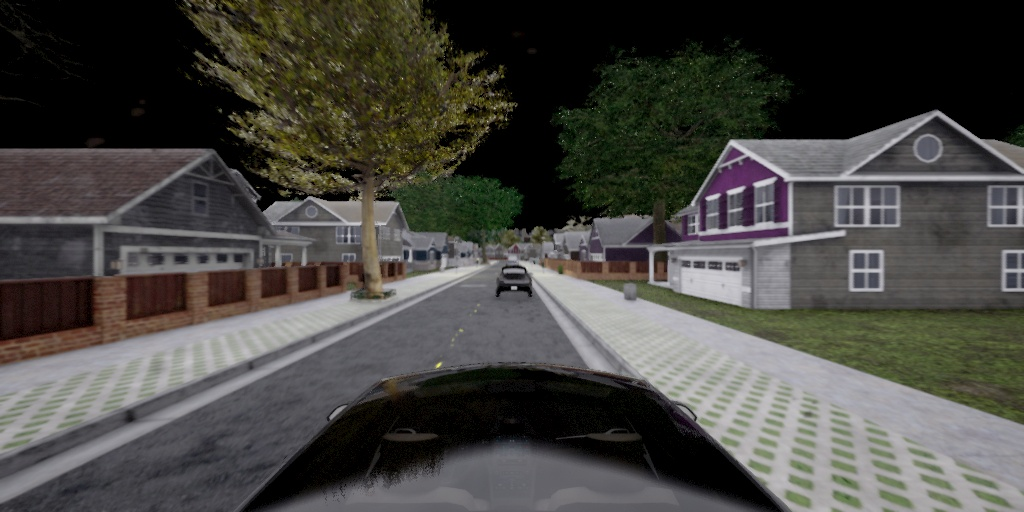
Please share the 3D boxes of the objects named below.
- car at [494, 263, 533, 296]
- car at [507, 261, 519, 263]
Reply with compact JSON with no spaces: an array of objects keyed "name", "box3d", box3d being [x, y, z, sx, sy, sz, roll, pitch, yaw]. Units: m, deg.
[{"name":"car","box3d":[0.103,1.288,19.510,1.837,1.490,4.892,0,0,0]},{"name":"car","box3d":[0.105,1.296,37.186,2.128,1.511,4.902,0,0,0]}]
